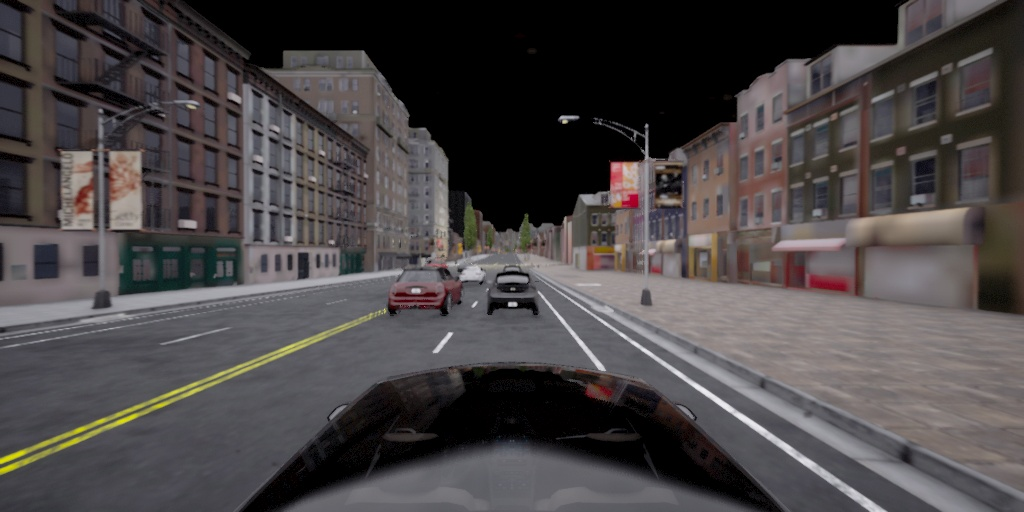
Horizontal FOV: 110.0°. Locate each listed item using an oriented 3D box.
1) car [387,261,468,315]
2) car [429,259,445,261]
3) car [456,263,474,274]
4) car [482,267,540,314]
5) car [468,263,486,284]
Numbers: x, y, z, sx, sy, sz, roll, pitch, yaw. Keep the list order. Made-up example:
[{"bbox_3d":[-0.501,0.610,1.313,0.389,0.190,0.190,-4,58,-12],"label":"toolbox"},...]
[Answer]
[{"bbox_3d":[-3.206,1.209,14.180,2.097,1.767,4.553,0,-1,1],"label":"car"},{"bbox_3d":[-9.866,1.401,46.799,2.150,2.045,5.566,0,0,0],"label":"car"},{"bbox_3d":[-6.598,1.709,50.444,1.837,1.490,4.892,0,0,0],"label":"car"},{"bbox_3d":[0.044,1.366,14.297,1.837,1.490,4.892,0,0,0],"label":"car"},{"bbox_3d":[-3.204,1.557,29.974,1.812,1.442,4.674,0,0,0],"label":"car"}]
